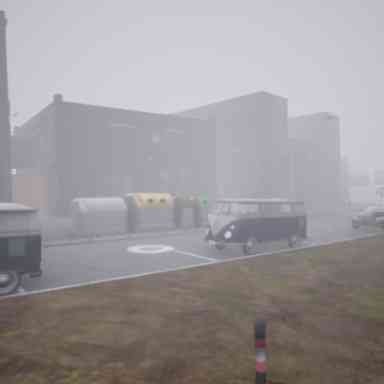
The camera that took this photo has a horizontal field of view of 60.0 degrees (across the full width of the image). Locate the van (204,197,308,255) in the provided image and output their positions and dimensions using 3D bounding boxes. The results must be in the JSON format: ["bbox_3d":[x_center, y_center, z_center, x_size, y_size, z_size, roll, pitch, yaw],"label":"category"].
[{"bbox_3d":[2.455,1.194,12.688,4.442,1.987,1.878,1,0,-38],"label":"van"}]

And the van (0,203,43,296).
[{"bbox_3d":[-5.550,1.199,6.776,4.442,1.987,1.878,1,0,-38],"label":"van"}]

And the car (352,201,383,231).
[{"bbox_3d":[11.247,1.450,19.713,4.674,1.452,2.002,1,0,-40],"label":"car"}]

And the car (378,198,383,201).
[{"bbox_3d":[15.451,1.150,23.355,5.566,2.045,2.435,1,0,-44],"label":"car"}]
